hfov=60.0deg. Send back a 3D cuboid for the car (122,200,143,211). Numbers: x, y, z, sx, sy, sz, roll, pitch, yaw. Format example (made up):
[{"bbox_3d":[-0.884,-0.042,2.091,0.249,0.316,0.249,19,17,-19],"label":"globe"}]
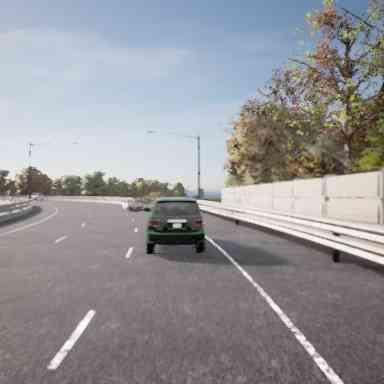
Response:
[{"bbox_3d":[-7.654,1.624,41.997,1.895,1.301,4.718,0,0,-21],"label":"car"}]

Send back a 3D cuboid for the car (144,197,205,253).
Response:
[{"bbox_3d":[-0.809,1.229,13.960,2.150,2.045,5.566,0,0,-7],"label":"car"}]
